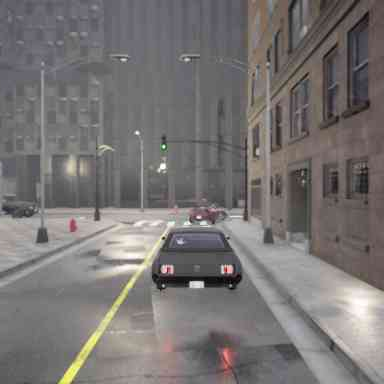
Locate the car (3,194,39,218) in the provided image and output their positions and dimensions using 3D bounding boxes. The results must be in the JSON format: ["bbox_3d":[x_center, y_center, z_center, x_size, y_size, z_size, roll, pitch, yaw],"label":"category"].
[{"bbox_3d":[-15.879,1.192,27.895,5.566,2.045,2.150,0,0,0],"label":"car"}]

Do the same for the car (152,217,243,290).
[{"bbox_3d":[0.105,1.598,8.983,1.895,1.301,4.718,0,0,0],"label":"car"}]

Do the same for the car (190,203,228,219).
[{"bbox_3d":[1.234,1.519,24.411,1.812,1.442,4.674,0,0,19],"label":"car"}]
